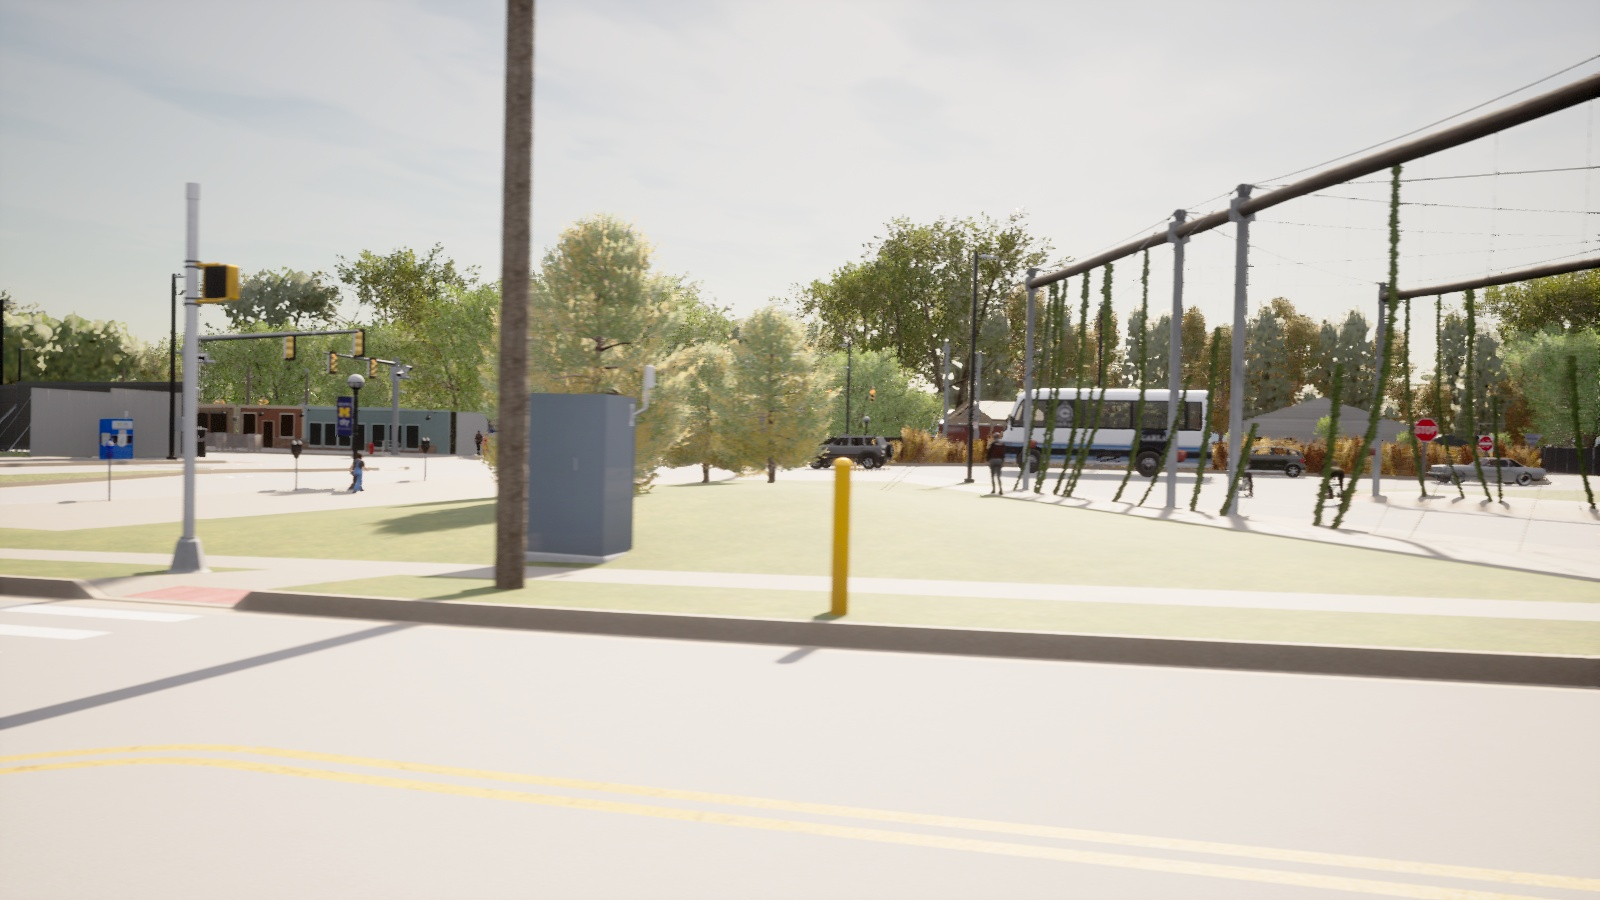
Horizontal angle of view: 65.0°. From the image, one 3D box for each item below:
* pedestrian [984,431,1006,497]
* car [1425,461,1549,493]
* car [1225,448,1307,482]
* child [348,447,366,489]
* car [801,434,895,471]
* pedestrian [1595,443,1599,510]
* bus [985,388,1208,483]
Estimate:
[{"bbox_3d":[5.651,0.398,36.428,0.376,1.854,0.720,2,1,-10],"label":"pedestrian"},{"bbox_3d":[32.286,1.249,59.140,4.718,1.301,1.895,2,1,8],"label":"car"},{"bbox_3d":[23.356,0.742,63.060,3.705,1.549,1.789,2,1,18],"label":"car"},{"bbox_3d":[-13.373,0.546,37.933,0.270,1.263,0.437,2,2,19],"label":"child"},{"bbox_3d":[2.525,0.099,66.291,4.605,1.855,1.932,0,1,19],"label":"car"},{"bbox_3d":[23.347,0.778,36.113,0.396,1.930,0.692,2,1,-6],"label":"pedestrian"},{"bbox_3d":[14.669,-0.797,62.152,10.273,4.253,3.944,2,2,19],"label":"bus"}]
